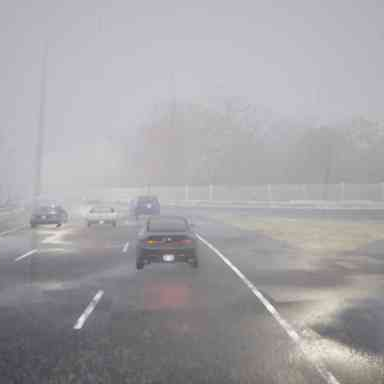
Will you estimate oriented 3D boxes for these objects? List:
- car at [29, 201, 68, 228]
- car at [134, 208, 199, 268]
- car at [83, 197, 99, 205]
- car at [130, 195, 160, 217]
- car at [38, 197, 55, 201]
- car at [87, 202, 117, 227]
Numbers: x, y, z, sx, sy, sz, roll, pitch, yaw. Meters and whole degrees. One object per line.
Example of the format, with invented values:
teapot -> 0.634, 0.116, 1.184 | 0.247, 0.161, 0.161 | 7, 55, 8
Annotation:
car -> -9.808, 1.631, 23.069 | 2.033, 1.411, 5.357 | 0, 0, -14
car -> -0.885, 1.533, 11.422 | 1.837, 1.490, 4.892 | 0, 0, -6
car -> -18.376, 1.718, 60.650 | 1.812, 1.442, 4.674 | 0, 0, -33
car -> -4.246, 1.300, 29.902 | 2.150, 2.045, 5.566 | 0, 0, -16
car -> -35.203, 1.890, 81.421 | 1.895, 1.301, 4.718 | 0, 0, -42
car -> -6.341, 1.673, 23.762 | 1.895, 1.301, 4.718 | 0, 0, -12
